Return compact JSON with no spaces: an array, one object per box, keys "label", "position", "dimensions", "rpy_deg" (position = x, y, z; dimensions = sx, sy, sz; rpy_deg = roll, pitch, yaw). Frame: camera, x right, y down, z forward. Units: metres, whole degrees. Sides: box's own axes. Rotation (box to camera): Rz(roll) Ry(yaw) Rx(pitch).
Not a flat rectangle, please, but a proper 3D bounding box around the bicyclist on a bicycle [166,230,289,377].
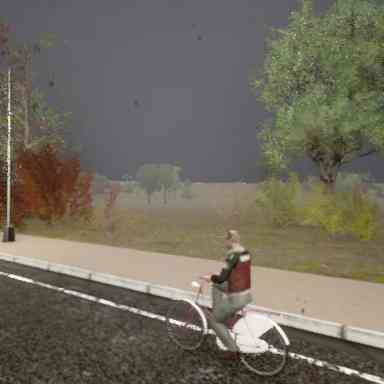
[{"label":"bicyclist on a bicycle","position":[0.352,1.370,4.378],"dimensions":[1.843,1.776,0.659],"rpy_deg":[0,0,35]}]
